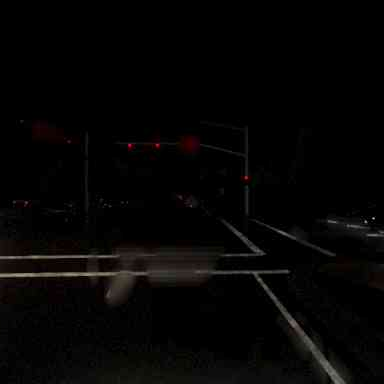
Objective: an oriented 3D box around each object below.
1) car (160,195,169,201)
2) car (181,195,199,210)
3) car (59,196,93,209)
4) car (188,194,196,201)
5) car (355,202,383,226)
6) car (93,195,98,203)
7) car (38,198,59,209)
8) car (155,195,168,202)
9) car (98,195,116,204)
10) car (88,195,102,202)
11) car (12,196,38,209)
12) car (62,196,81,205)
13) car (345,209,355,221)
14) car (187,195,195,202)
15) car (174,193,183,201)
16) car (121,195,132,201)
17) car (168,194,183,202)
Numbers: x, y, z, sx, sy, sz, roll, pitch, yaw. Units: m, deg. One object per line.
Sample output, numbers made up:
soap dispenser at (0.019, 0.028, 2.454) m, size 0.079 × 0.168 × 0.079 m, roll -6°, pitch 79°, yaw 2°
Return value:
car at (-6.959, 1.430, 84.616) m, size 1.812 × 1.442 × 4.674 m, roll 0°, pitch 0°, yaw 1°
car at (-0.112, 1.507, 43.252) m, size 1.812 × 1.442 × 4.674 m, roll 0°, pitch 0°, yaw 0°
car at (-15.210, 1.473, 43.998) m, size 2.128 × 1.511 × 4.902 m, roll 0°, pitch 0°, yaw 0°
car at (0.039, 1.384, 84.450) m, size 1.882 × 1.535 × 5.008 m, roll 0°, pitch 0°, yaw 1°
car at (13.892, 1.538, 21.468) m, size 5.357 × 1.411 × 2.033 m, roll 0°, pitch 0°, yaw 1°
car at (-18.674, 1.520, 66.561) m, size 2.033 × 1.411 × 5.357 m, roll 0°, pitch 0°, yaw 0°
car at (-18.715, 1.528, 46.117) m, size 2.033 × 1.411 × 5.357 m, roll 0°, pitch 0°, yaw 0°
car at (-7.151, 1.505, 74.255) m, size 2.033 × 1.411 × 5.357 m, roll 0°, pitch 0°, yaw 1°
car at (-15.217, 1.539, 60.963) m, size 1.994 × 1.385 × 4.181 m, roll 0°, pitch 0°, yaw 0°
car at (-22.130, 1.417, 76.306) m, size 1.812 × 1.442 × 4.674 m, roll 0°, pitch 0°, yaw 1°
car at (-22.211, 1.333, 44.861) m, size 2.097 × 1.767 × 4.553 m, roll 0°, pitch 0°, yaw 0°
car at (-22.197, 1.538, 61.269) m, size 1.994 × 1.385 × 4.181 m, roll 0°, pitch 0°, yaw 0°
car at (13.982, 1.515, 24.967) m, size 4.674 × 1.442 × 1.812 m, roll 0°, pitch 0°, yaw 1°
car at (-0.151, 1.490, 74.270) m, size 1.812 × 1.442 × 4.674 m, roll 0°, pitch 0°, yaw 1°
car at (-3.460, 1.261, 84.503) m, size 2.097 × 1.767 × 4.553 m, roll 0°, pitch 0°, yaw 1°
car at (-15.124, 1.408, 76.667) m, size 1.994 × 1.385 × 4.181 m, roll 0°, pitch 0°, yaw 1°
car at (-3.648, 1.519, 74.675) m, size 1.994 × 1.385 × 4.181 m, roll 0°, pitch 0°, yaw 1°
